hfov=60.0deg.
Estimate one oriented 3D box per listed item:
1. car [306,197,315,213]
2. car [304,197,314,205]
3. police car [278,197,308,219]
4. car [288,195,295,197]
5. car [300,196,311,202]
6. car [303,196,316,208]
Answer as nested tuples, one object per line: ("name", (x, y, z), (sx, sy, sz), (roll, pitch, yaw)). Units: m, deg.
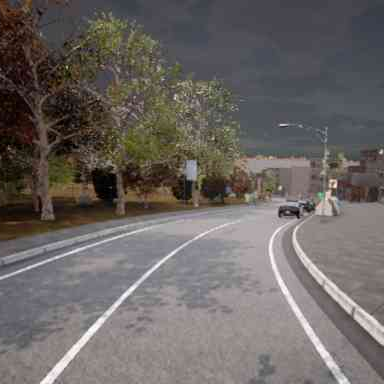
("car", (13.719, 1.732, 41.272), (1.882, 1.535, 5.008), (3, 1, 24))
("car", (23.411, 1.722, 66.583), (1.812, 1.442, 4.674), (2, 0, 18))
("police car", (9.661, 1.613, 32.200), (1.930, 1.638, 5.238), (3, 1, 24))
("car", (21.787, 1.555, 72.773), (2.097, 1.767, 4.553), (2, 0, 18))
("car", (27.752, 1.760, 81.191), (1.994, 1.385, 4.181), (1, 0, 12))
("car", (16.173, 1.645, 46.743), (2.097, 1.767, 4.553), (3, 1, 24))
